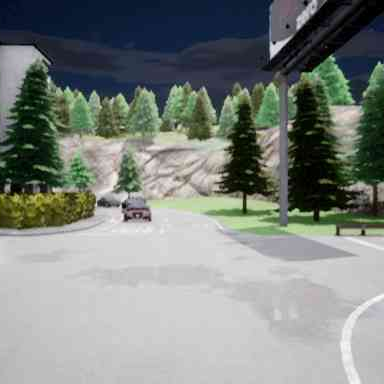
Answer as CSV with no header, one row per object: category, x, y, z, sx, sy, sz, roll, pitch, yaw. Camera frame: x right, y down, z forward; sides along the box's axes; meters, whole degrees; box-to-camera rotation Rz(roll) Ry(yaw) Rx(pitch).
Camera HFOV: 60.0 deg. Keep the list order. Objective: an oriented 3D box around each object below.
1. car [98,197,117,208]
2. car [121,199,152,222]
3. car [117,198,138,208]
car,-11.180,1.389,44.791,1.837,1.490,4.892,0,0,-35
car,-4.138,1.497,25.669,1.994,1.385,4.181,0,0,-8
car,-6.120,1.401,34.399,2.128,1.511,4.902,0,0,-20
